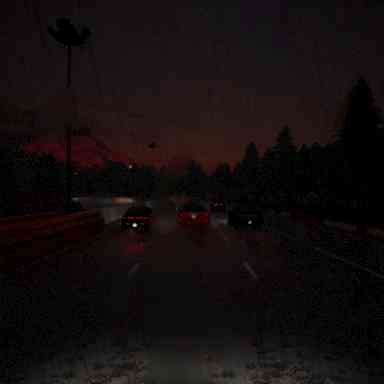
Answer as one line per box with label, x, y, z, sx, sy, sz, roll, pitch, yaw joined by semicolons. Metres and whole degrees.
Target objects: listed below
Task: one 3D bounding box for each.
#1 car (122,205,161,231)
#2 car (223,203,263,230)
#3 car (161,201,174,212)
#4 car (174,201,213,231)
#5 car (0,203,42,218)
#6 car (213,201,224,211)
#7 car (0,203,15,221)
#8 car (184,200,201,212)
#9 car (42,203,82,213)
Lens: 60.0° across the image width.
car;-3.399;1.714;22.207;1.837;1.490;4.892;0;0;0
car;3.602;1.708;23.080;2.128;1.511;4.902;0;0;0
car;-3.428;1.961;46.732;1.812;1.442;4.674;0;0;0
car;0.103;1.563;22.661;2.097;1.767;4.553;0;-1;0
car;-10.577;1.525;18.475;2.097;1.767;4.553;0;-1;0
car;3.571;1.924;46.220;2.128;1.511;4.902;0;0;0
car;-17.570;1.773;28.838;1.837;1.490;4.892;0;0;0
car;0.069;1.920;45.810;2.128;1.511;4.902;0;0;0
car;-10.577;1.816;28.783;2.033;1.411;5.357;0;-1;0
